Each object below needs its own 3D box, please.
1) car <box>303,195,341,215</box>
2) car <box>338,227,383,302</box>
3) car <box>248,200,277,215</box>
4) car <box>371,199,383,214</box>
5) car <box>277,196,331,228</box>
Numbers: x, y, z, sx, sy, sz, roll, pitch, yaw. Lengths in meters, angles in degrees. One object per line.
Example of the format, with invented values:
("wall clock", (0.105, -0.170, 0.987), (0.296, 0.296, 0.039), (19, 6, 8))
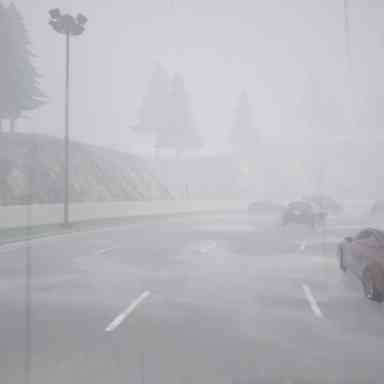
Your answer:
("car", (13.149, 1.297, 34.071), (5.566, 2.045, 2.150), (0, 0, -41))
("car", (4.860, 1.561, 8.016), (1.812, 1.442, 4.674), (0, 0, 13))
("car", (7.648, 1.515, 33.883), (2.128, 1.511, 4.902), (0, 0, 44))
("car", (21.214, 1.504, 35.524), (4.553, 1.767, 2.097), (0, 0, -33))
("car", (7.760, 1.393, 22.681), (2.097, 1.767, 4.553), (1, 0, 33))
